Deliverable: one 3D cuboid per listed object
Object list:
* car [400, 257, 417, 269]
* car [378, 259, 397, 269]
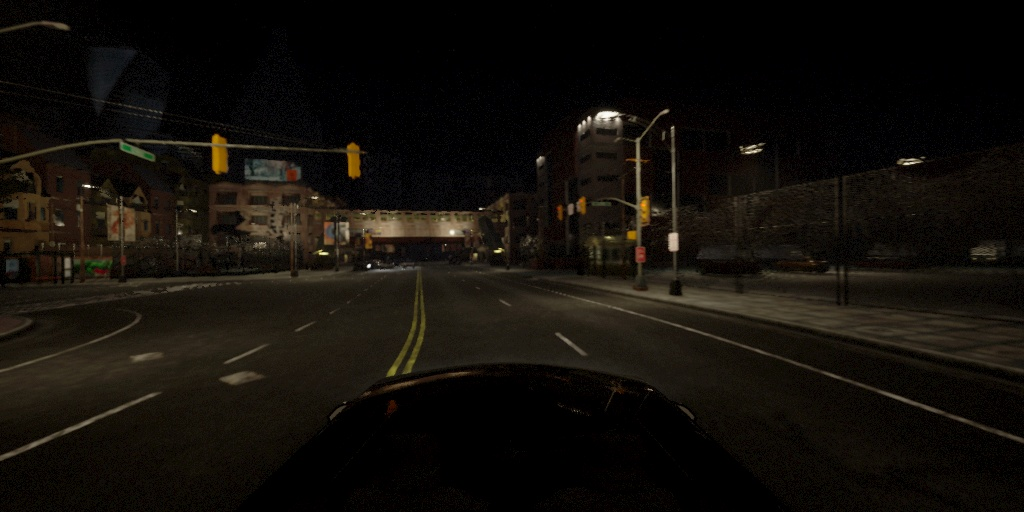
[{"bbox_3d":[-17.801,1.437,62.025,1.812,1.442,4.674,-1,0,-14],"label":"car"},{"bbox_3d":[-21.186,1.564,61.155,1.895,1.301,4.718,-1,0,-14],"label":"car"}]
